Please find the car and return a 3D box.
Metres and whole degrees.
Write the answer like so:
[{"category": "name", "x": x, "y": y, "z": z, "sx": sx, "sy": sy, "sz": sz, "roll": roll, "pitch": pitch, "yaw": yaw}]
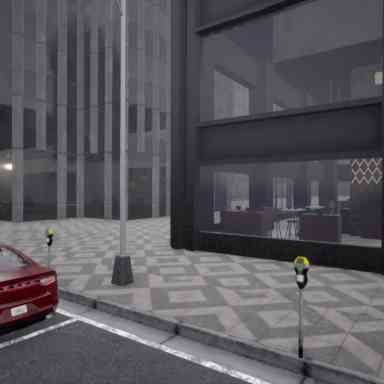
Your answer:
[{"category": "car", "x": -4.265, "y": 1.544, "z": 6.018, "sx": 4.507, "sy": 1.381, "sz": 1.887, "roll": 0, "pitch": 0, "yaw": 36}]
